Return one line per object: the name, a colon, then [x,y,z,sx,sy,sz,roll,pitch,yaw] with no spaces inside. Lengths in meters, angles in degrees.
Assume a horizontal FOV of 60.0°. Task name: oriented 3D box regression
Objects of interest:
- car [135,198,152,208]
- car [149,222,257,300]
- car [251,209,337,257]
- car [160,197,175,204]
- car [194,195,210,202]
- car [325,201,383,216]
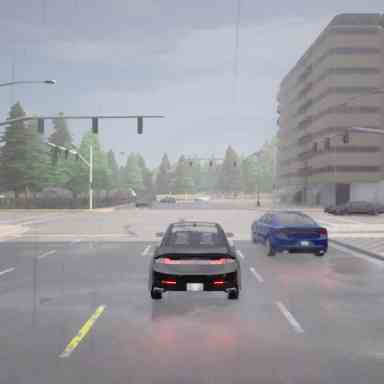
car: [-6.973,1.547,48.419,2.033,1.411,5.357,0,0,2]
car: [0.068,1.491,8.389,2.128,1.511,4.902,0,0,0]
car: [3.588,1.477,13.034,1.882,1.535,5.008,0,0,0]
car: [-4.749,1.563,64.725,1.994,1.385,4.181,0,0,17]
car: [2.341,1.523,78.487,1.812,1.442,4.674,0,0,38]
car: [15.649,1.602,32.091,5.357,1.411,2.033,0,0,0]
